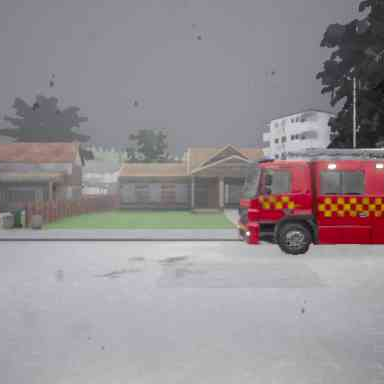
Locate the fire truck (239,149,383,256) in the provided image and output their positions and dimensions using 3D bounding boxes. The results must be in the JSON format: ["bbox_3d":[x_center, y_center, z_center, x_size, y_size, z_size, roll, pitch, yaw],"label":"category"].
[{"bbox_3d":[6.212,0.340,13.060,8.468,3.827,2.891,0,0,0],"label":"fire truck"}]
